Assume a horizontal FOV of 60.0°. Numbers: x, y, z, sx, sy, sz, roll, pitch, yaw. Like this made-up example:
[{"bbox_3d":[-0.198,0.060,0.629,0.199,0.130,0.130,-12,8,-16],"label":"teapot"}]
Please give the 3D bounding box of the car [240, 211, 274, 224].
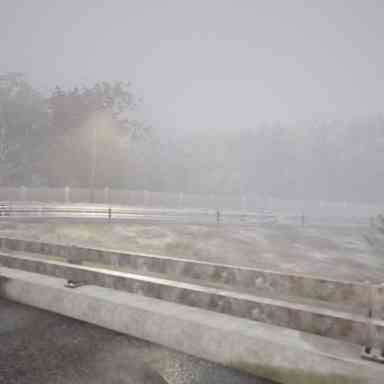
[{"bbox_3d":[7.556,2.954,38.748,4.181,1.385,1.994,4,-2,-22],"label":"car"}]
